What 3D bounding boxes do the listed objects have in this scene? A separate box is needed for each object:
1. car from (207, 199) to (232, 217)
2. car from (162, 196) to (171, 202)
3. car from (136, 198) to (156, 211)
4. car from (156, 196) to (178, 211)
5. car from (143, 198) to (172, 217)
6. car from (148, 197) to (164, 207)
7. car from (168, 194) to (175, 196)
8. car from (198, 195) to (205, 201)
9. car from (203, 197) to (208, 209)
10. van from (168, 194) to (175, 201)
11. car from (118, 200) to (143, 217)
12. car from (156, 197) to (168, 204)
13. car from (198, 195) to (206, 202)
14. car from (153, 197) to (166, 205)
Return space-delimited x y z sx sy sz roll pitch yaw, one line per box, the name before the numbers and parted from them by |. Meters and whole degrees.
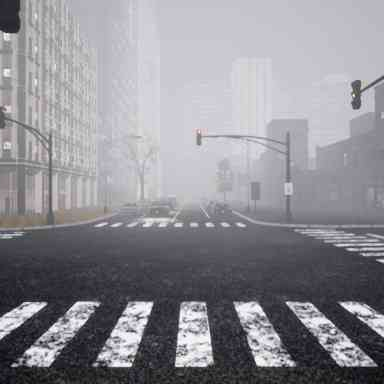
car | 2.677 1.551 30.791 1.887 1.381 4.507 0 0 0
car | -5.725 1.625 75.113 1.802 1.307 4.206 0 0 0
car | -5.709 1.538 41.699 1.752 1.417 4.829 0 0 0
car | -3.116 1.576 40.931 1.994 1.385 4.181 0 0 0
car | -3.132 1.571 30.968 1.994 1.385 4.181 0 0 -2
car | -5.714 1.570 52.951 2.008 1.369 4.403 0 0 0
car | -3.113 1.496 50.914 1.882 1.535 5.008 0 0 0
car | 2.648 1.632 91.741 1.947 1.339 4.313 0 0 0
car | 2.672 1.595 41.874 1.802 1.307 4.206 0 0 0
van | -5.733 1.407 91.737 1.690 1.788 3.998 0 0 0
car | -5.704 1.589 30.787 1.802 1.307 4.206 0 0 0
car | -5.720 1.595 64.033 1.947 1.339 4.313 0 0 0
car | 2.656 1.594 75.118 2.008 1.369 4.403 0 0 0
car | -5.717 1.590 58.491 1.947 1.339 4.313 0 0 0
